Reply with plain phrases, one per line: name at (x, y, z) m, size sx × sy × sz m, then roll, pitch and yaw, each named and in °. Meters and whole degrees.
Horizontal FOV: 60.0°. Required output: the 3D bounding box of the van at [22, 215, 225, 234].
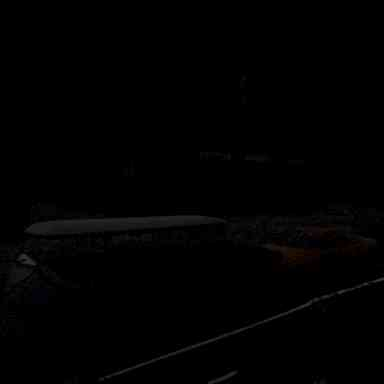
van at (-1.080, 1.340, 5.877) m, size 3.998 × 1.788 × 1.690 m, roll 0°, pitch 0°, yaw -35°

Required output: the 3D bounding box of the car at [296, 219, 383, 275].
car at (3.216, 1.523, 8.927) m, size 4.829 × 1.417 × 1.752 m, roll 0°, pitch 0°, yaw -35°

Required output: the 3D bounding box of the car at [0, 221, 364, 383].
car at (-0.798, 1.352, 2.808) m, size 4.553 × 1.767 × 2.097 m, roll 0°, pitch 0°, yaw -35°
